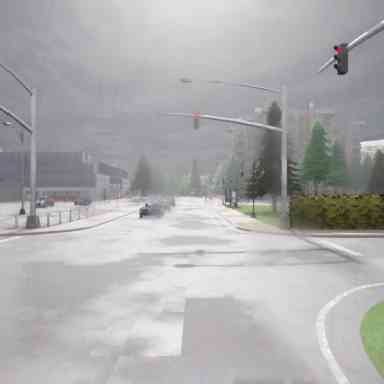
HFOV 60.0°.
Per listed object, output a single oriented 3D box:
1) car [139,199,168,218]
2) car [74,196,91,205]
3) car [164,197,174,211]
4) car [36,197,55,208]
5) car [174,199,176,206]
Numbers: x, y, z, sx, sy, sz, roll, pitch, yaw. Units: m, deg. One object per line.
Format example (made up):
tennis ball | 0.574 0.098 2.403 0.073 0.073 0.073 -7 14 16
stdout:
car | -3.582 1.601 30.241 1.895 1.301 4.718 0 0 0
car | -17.424 1.374 53.006 1.845 1.501 3.633 0 0 0
car | -3.568 1.564 40.237 1.994 1.385 4.181 0 0 0
car | -20.482 1.384 45.617 1.970 1.475 3.806 0 0 0
car | -3.521 1.478 50.720 1.882 1.535 5.008 0 0 0
